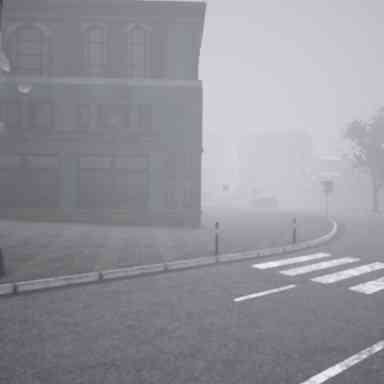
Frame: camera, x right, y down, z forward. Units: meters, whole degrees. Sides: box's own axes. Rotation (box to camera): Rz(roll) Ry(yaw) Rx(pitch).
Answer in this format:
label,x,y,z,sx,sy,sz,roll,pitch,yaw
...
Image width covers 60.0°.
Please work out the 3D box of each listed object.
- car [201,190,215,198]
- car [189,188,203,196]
label,x,y,z,sx,sy,sz,roll,pitch,yaw
car,3.560,0.292,69.173,2.231,1.521,4.892,6,2,11
car,0.977,0.023,70.757,2.002,1.452,4.674,6,2,11
